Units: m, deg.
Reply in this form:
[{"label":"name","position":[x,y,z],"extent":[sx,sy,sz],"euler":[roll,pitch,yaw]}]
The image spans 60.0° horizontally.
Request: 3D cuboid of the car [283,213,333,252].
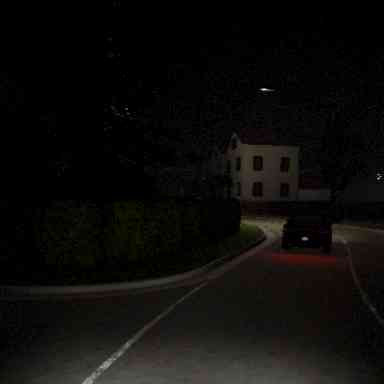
[{"label":"car","position":[5.415,1.732,15.411],"extent":[1.882,1.535,5.008],"euler":[1,-1,23]}]
